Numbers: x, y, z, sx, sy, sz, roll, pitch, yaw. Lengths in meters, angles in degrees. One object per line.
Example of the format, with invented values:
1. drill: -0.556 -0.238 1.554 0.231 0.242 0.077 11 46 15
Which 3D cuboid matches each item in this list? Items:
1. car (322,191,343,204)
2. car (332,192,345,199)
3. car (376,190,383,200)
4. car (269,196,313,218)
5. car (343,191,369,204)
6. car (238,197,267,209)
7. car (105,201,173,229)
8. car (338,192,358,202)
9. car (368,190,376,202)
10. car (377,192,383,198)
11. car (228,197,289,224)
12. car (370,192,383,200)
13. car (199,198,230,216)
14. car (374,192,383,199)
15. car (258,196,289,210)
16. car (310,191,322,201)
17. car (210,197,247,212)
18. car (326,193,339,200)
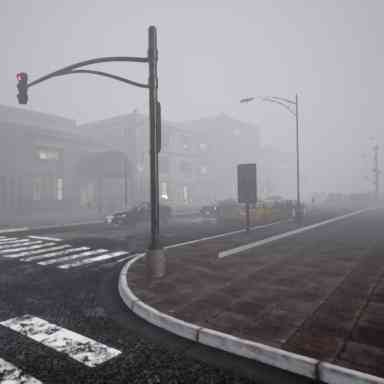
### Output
1. car: 21.427 0.812 49.518 2.097 1.767 4.553 -1 0 36
2. car: 33.402 0.744 75.795 1.967 1.590 4.097 -1 0 36
3. car: 33.662 0.570 61.916 2.192 1.841 5.009 -1 0 36
4. car: 7.621 1.217 26.126 2.008 1.369 4.403 -1 0 36
5. car: 22.941 0.898 46.429 1.882 1.535 5.008 -1 0 36
6. car: 7.360 1.293 40.006 1.802 1.307 4.206 -1 0 36
7. car: -3.259 1.360 21.009 2.128 1.511 4.902 -1 0 37
8. car: 26.662 0.869 56.716 2.128 1.511 4.902 -1 0 36
9. car: 27.065 0.860 52.086 1.837 1.490 4.892 -1 0 36
10. car: 43.257 0.653 75.085 1.887 1.381 4.507 -1 0 36
11. car: 4.466 1.242 21.790 1.752 1.417 4.829 -1 0 36
12. car: 36.921 0.771 66.390 1.947 1.339 4.313 -1 0 36
13. car: 2.577 1.376 29.044 1.895 1.301 4.718 -1 0 36
14. car: 40.176 0.721 70.864 1.947 1.339 4.313 -1 0 36
15. car: 9.450 1.191 38.460 1.812 1.442 4.674 -1 0 36
16. car: 23.633 0.769 62.375 2.192 1.841 5.009 -1 0 36
17. car: 4.004 1.290 35.394 1.752 1.417 4.829 -1 0 36
18. car: 30.147 0.936 71.322 1.802 1.307 4.206 -1 0 36
